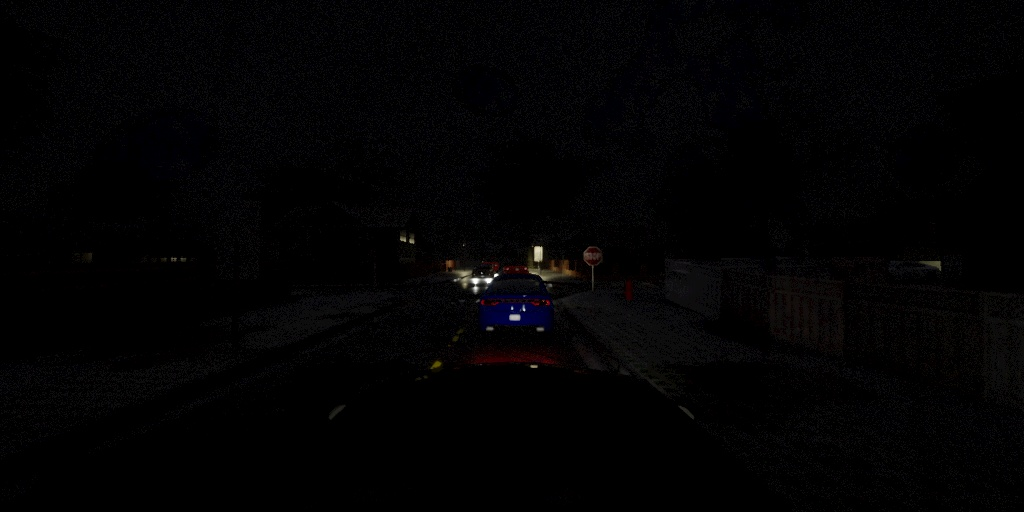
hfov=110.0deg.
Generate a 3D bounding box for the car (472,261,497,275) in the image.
[{"bbox_3d":[-2.815,1.431,35.668,1.994,1.385,4.181,0,0,0],"label":"car"}]

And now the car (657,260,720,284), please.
[{"bbox_3d":[11.938,1.030,23.376,4.553,1.767,2.097,-1,-2,1],"label":"car"}]

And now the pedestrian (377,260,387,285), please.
[{"bbox_3d":[-9.647,1.203,26.591,0.375,1.860,0.375,0,-1,1],"label":"pedestrian"}]

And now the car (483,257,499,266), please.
[{"bbox_3d":[-2.817,1.170,46.281,2.150,2.045,5.566,0,0,0],"label":"car"}]

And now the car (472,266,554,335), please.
[{"bbox_3d":[0.192,1.243,10.620,1.882,1.535,5.008,0,0,3],"label":"car"}]

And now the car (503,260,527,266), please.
[{"bbox_3d":[0.306,1.205,33.085,2.097,1.767,4.553,0,0,-3],"label":"car"}]

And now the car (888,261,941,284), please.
[{"bbox_3d":[24.772,1.044,23.206,4.674,1.442,1.812,-1,-2,2],"label":"car"}]
